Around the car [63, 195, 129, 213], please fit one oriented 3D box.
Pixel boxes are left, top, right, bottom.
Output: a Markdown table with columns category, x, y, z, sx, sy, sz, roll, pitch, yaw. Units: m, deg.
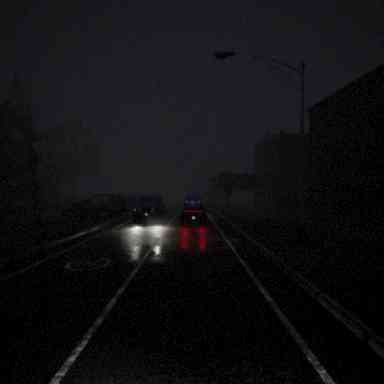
| category | x | y | z | sx | sy | sz | roll | pitch | yaw |
| --- | --- | --- | --- | --- | --- | --- | --- | --- | --- |
| car | -8.868 | 1.264 | 31.817 | 5.566 | 2.045 | 2.435 | 0 | 0 | 0 |

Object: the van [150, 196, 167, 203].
| category | x | y | z | sx | sy | sz | roll | pitch | yaw |
| --- | --- | --- | --- | --- | --- | --- | --- | --- | --- |
| van | -8.768 | 1.934 | 87.876 | 4.442 | 1.987 | 1.878 | 0 | -1 | 0 |

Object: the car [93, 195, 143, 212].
| category | x | y | z | sx | sy | sz | roll | pitch | yaw |
| --- | --- | --- | --- | --- | --- | --- | --- | --- | --- |
| car | -8.864 | 1.329 | 40.227 | 5.566 | 2.045 | 2.435 | 0 | -1 | 0 |

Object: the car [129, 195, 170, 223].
| category | x | y | z | sx | sy | sz | roll | pitch | yaw |
| --- | --- | --- | --- | --- | --- | --- | --- | --- | --- |
| car | -3.244 | 1.244 | 26.406 | 2.150 | 2.045 | 5.566 | 0 | 0 | 0 |

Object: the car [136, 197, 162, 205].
| category | x | y | z | sx | sy | sz | roll | pitch | yaw |
| --- | --- | --- | --- | --- | --- | --- | --- | --- | --- |
| car | -8.856 | 1.888 | 68.255 | 5.008 | 1.535 | 2.097 | 0 | -1 | 0 |

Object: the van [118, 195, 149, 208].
| category | x | y | z | sx | sy | sz | roll | pitch | yaw |
| --- | --- | --- | --- | --- | --- | --- | --- | --- | --- |
| van | -8.958 | 1.471 | 51.438 | 4.442 | 1.987 | 1.878 | 0 | -1 | 0 |

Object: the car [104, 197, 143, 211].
| category | x | y | z | sx | sy | sz | roll | pitch | yaw |
| --- | --- | --- | --- | --- | --- | --- | --- | --- | --- |
| car | -8.805 | 1.481 | 43.027 | 4.553 | 1.767 | 2.185 | 0 | -1 | 0 |

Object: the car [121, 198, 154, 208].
| category | x | y | z | sx | sy | sz | roll | pitch | yaw |
| --- | --- | --- | --- | --- | --- | --- | --- | --- | --- |
| car | -8.839 | 1.727 | 54.239 | 5.008 | 1.535 | 2.097 | 0 | -1 | 0 |

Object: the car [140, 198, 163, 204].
| category | x | y | z | sx | sy | sz | roll | pitch | yaw |
| --- | --- | --- | --- | --- | --- | --- | --- | --- | --- |
| car | -8.897 | 1.994 | 73.857 | 4.792 | 1.488 | 2.163 | 0 | -1 | 0 |

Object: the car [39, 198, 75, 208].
| category | x | y | z | sx | sy | sz | roll | pitch | yaw |
| --- | --- | --- | --- | --- | --- | --- | --- | --- | --- |
| car | -21.919 | 1.726 | 54.109 | 5.008 | 1.535 | 2.097 | 0 | -1 | 0 |

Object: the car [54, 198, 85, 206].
| category | x | y | z | sx | sy | sz | roll | pitch | yaw |
| --- | --- | --- | --- | --- | --- | --- | --- | --- | --- |
| car | -21.960 | 1.815 | 59.678 | 4.792 | 1.488 | 2.163 | 0 | -1 | 0 |

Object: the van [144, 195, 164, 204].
| category | x | y | z | sx | sy | sz | roll | pitch | yaw |
| --- | --- | --- | --- | --- | --- | --- | --- | --- | --- |
| van | -8.754 | 1.778 | 76.664 | 4.442 | 1.987 | 1.878 | 0 | -1 | 0 |

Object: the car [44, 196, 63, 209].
| category | x | y | z | sx | sy | sz | roll | pitch | yaw |
| --- | --- | --- | --- | --- | --- | --- | --- | --- | --- |
| car | -21.917 | 1.706 | 48.537 | 4.674 | 1.452 | 2.002 | 0 | -1 | 0 |

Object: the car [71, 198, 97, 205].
| category | x | y | z | sx | sy | sz | roll | pitch | yaw |
| --- | --- | --- | --- | --- | --- | --- | --- | --- | --- |
| car | -21.938 | 1.925 | 67.908 | 4.674 | 1.452 | 2.002 | 0 | -1 | 0 |

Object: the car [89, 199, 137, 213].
| category | x | y | z | sx | sy | sz | roll | pitch | yaw |
| --- | --- | --- | --- | --- | --- | --- | --- | --- | --- |
| car | -8.843 | 1.555 | 37.420 | 4.892 | 1.521 | 2.231 | 0 | -1 | 0 |

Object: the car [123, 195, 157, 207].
| category | x | y | z | sx | sy | sz | roll | pitch | yaw |
| --- | --- | --- | --- | --- | --- | --- | --- | --- | --- |
| car | -8.876 | 1.506 | 57.046 | 5.566 | 2.045 | 2.435 | 0 | -1 | 0 |

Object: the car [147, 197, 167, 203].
| category | x | y | z | sx | sy | sz | roll | pitch | yaw |
| --- | --- | --- | --- | --- | --- | --- | --- | --- | --- |
| car | -8.876 | 2.121 | 85.070 | 5.008 | 1.535 | 2.097 | 0 | -1 | 0 |

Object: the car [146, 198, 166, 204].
| category | x | y | z | sx | sy | sz | roll | pitch | yaw |
| --- | --- | --- | --- | --- | --- | --- | --- | --- | --- |
| car | -8.848 | 2.111 | 82.267 | 4.792 | 1.488 | 2.163 | 0 | -1 | 0 |

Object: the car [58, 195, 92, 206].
| category | x | y | z | sx | sy | sz | roll | pitch | yaw |
| --- | --- | --- | --- | --- | --- | --- | --- | --- | --- |
| car | -21.906 | 1.566 | 62.464 | 5.566 | 2.045 | 2.435 | 0 | -1 | 0 |

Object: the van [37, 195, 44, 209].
| category | x | y | z | sx | sy | sz | roll | pitch | yaw |
| --- | --- | --- | --- | --- | --- | --- | --- | --- | --- |
| van | -22.032 | 1.381 | 42.968 | 4.442 | 1.987 | 1.878 | 0 | -1 | 0 |

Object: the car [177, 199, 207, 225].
| category | x | y | z | sx | sy | sz | roll | pitch | yaw |
| --- | --- | --- | --- | --- | --- | --- | --- | --- | --- |
| car | 0.105 | 1.509 | 24.455 | 2.128 | 1.511 | 4.902 | 0 | 0 | 0 |

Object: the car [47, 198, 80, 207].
| category | x | y | z | sx | sy | sz | roll | pitch | yaw |
| --- | --- | --- | --- | --- | --- | --- | --- | --- | --- |
| car | -21.898 | 1.786 | 56.893 | 4.792 | 1.488 | 2.163 | 0 | -1 | 0 |

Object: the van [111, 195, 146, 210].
| category | x | y | z | sx | sy | sz | roll | pitch | yaw |
| --- | --- | --- | --- | --- | --- | --- | --- | --- | --- |
| van | -8.721 | 1.411 | 45.832 | 4.442 | 1.987 | 1.878 | 0 | -1 | 0 |

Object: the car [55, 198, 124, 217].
| category | x | y | z | sx | sy | sz | roll | pitch | yaw |
| --- | --- | --- | --- | --- | --- | --- | --- | --- | --- |
| car | -8.836 | 1.501 | 29.015 | 4.892 | 1.521 | 2.231 | 0 | 0 | 0 |

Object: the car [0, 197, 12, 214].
| category | x | y | z | sx | sy | sz | roll | pitch | yaw |
| --- | --- | --- | --- | --- | --- | --- | --- | --- | --- |
| car | -21.920 | 1.574 | 34.617 | 4.674 | 1.452 | 2.002 | 0 | 0 | 0 |

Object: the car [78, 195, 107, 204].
| category | x | y | z | sx | sy | sz | roll | pitch | yaw |
| --- | --- | --- | --- | --- | --- | --- | --- | --- | --- |
| car | -21.919 | 1.709 | 73.481 | 5.566 | 2.045 | 2.435 | 0 | -1 | 0 |

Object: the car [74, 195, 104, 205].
| category | x | y | z | sx | sy | sz | roll | pitch | yaw |
| --- | --- | --- | --- | --- | --- | --- | --- | --- | --- |
| car | -21.915 | 1.672 | 70.819 | 5.566 | 2.045 | 2.435 | 0 | -1 | 0 |

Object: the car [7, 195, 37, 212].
| category | x | y | z | sx | sy | sz | roll | pitch | yaw |
| --- | --- | --- | --- | --- | --- | --- | --- | --- | --- |
| car | -21.885 | 1.454 | 40.187 | 4.553 | 1.767 | 2.185 | 0 | -1 | 0 |

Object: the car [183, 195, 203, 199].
| category | x | y | z | sx | sy | sz | roll | pitch | yaw |
| --- | --- | --- | --- | --- | --- | --- | --- | --- | --- |
| car | 0.112 | 1.337 | 40.346 | 2.150 | 2.045 | 5.566 | 0 | 0 | 0 |

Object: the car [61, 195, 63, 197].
| category | x | y | z | sx | sy | sz | roll | pitch | yaw |
| --- | --- | --- | --- | --- | --- | --- | --- | --- | --- |
| car | -21.736 | 1.693 | 51.323 | 5.366 | 1.575 | 1.946 | 0 | -1 | 0 |
